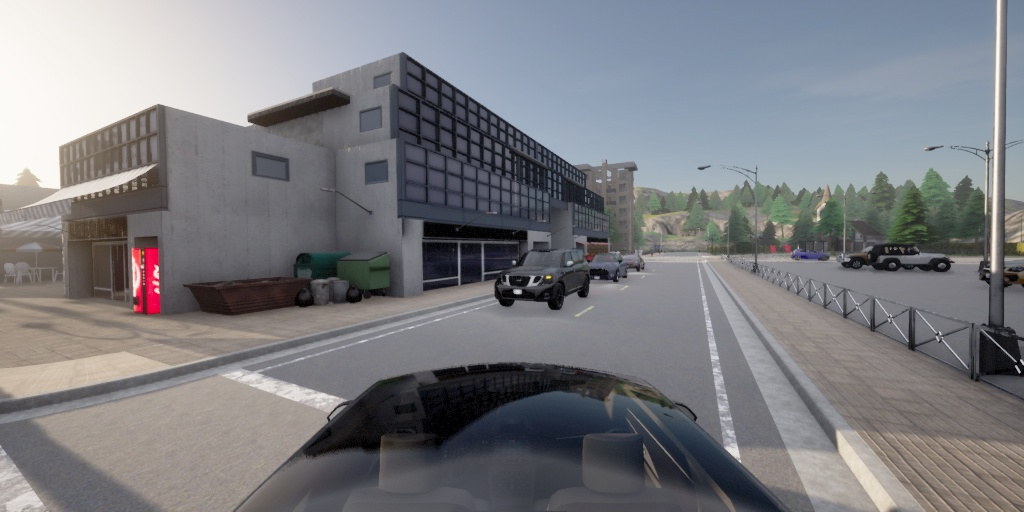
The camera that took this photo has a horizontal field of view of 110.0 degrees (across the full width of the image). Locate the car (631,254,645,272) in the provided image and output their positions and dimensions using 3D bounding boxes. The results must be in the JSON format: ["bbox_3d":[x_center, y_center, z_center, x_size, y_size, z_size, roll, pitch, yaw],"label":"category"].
[{"bbox_3d":[10.561,0.547,31.731,1.812,1.442,4.674,0,1,27],"label":"car"}]

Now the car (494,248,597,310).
[{"bbox_3d":[1.428,0.725,13.860,2.150,2.045,5.566,0,1,27],"label":"car"}]

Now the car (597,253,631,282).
[{"bbox_3d":[5.902,0.619,22.621,2.097,1.767,4.553,0,1,27],"label":"car"}]
